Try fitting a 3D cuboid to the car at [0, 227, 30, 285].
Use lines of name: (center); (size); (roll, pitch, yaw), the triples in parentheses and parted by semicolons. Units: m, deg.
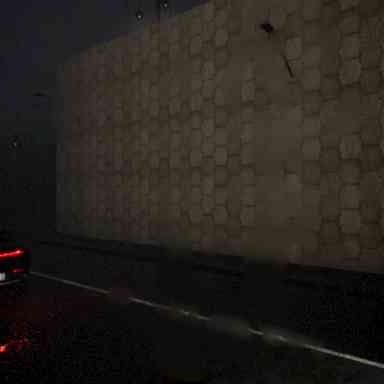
car: (-5.897, 1.494, 8.205); (4.892, 1.490, 1.837); (0, 0, 36)
